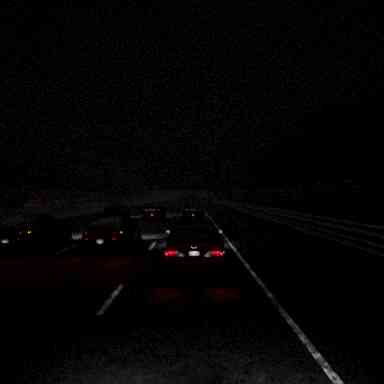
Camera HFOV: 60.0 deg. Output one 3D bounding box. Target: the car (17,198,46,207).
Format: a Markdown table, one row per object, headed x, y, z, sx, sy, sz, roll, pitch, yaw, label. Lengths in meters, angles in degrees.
| x | y | z | sx | sy | sz | roll | pitch | yaw | label |
| --- | --- | --- | --- | --- | --- | --- | --- | --- | --- |
| -21.064 | 1.881 | 45.027 | 1.882 | 1.535 | 5.008 | 0 | -1 | 0 | car |

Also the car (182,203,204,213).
| x | y | z | sx | sy | sz | roll | pitch | yaw | label |
| --- | --- | --- | --- | --- | --- | --- | --- | --- | --- |
| 0.099 | 1.771 | 30.798 | 2.128 | 1.511 | 4.902 | 0 | 0 | 0 | car |

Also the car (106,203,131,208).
| x | y | z | sx | sy | sz | roll | pitch | yaw | label |
| --- | --- | --- | --- | --- | --- | --- | --- | --- | --- |
| -6.900 | 1.785 | 30.920 | 1.837 | 1.490 | 4.892 | 0 | 0 | 0 | car |

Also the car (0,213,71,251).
| x | y | z | sx | sy | sz | roll | pitch | yaw | label |
| --- | --- | --- | --- | --- | --- | --- | --- | --- | --- |
| -6.911 | 1.660 | 14.653 | 1.812 | 1.442 | 4.674 | 0 | 0 | 0 | car |

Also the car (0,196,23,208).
| x | y | z | sx | sy | sz | roll | pitch | yaw | label |
| --- | --- | --- | --- | --- | --- | --- | --- | --- | --- |
| -24.566 | 1.617 | 44.533 | 2.150 | 2.045 | 5.566 | 0 | 0 | 0 | car |

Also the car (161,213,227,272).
| x | y | z | sx | sy | sz | roll | pitch | yaw | label |
| --- | --- | --- | --- | --- | --- | --- | --- | --- | --- |
| 0.072 | 1.651 | 11.076 | 2.033 | 1.411 | 5.357 | 0 | 0 | 0 | car |

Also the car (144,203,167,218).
| x | y | z | sx | sy | sz | roll | pitch | yaw | label |
| --- | --- | --- | --- | --- | --- | --- | --- | --- | --- |
| -3.401 | 1.771 | 30.825 | 2.128 | 1.511 | 4.902 | 0 | 0 | 0 | car |

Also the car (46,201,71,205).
| x | y | z | sx | sy | sz | roll | pitch | yaw | label |
| --- | --- | --- | --- | --- | --- | --- | --- | --- | --- |
| -17.565 | 1.931 | 45.315 | 1.812 | 1.442 | 4.674 | 0 | -1 | 0 | car |

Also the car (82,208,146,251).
| x | y | z | sx | sy | sz | roll | pitch | yaw | label |
| --- | --- | --- | --- | --- | --- | --- | --- | --- | --- |
| -3.413 | 1.660 | 14.649 | 1.812 | 1.442 | 4.674 | 0 | 0 | 0 | car |
